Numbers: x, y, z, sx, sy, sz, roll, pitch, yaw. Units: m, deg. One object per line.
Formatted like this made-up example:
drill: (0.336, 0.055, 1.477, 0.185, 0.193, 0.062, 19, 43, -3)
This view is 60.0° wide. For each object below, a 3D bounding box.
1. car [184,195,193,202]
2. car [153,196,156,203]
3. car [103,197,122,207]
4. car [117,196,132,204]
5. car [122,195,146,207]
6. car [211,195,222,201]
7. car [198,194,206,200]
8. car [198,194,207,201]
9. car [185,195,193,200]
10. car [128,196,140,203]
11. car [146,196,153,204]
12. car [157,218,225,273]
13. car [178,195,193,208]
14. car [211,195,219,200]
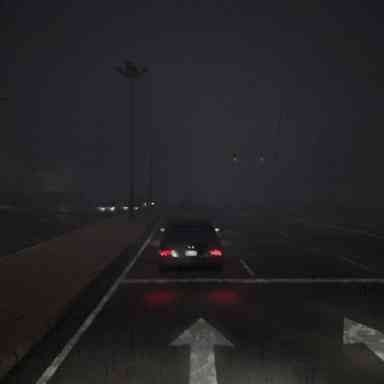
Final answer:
car: (-0.839, 1.492, 79.482, 2.033, 1.411, 5.357, 0, 0, 0)
car: (-8.885, 1.559, 71.024, 1.895, 1.301, 4.718, 0, 0, 0)
car: (-12.541, 1.576, 52.235, 1.895, 1.301, 4.718, 0, 0, 1)
car: (-12.438, 1.496, 61.361, 1.812, 1.442, 4.674, 0, 0, 0)
car: (-9.052, 1.326, 51.888, 2.097, 1.767, 4.553, 0, 0, 1)
car: (6.161, 1.429, 79.460, 1.882, 1.535, 5.008, 0, 0, 0)
car: (2.709, 1.403, 89.977, 2.128, 1.511, 4.902, 0, 0, 0)
car: (2.661, 1.453, 79.545, 1.837, 1.490, 4.892, 0, 0, 0)
car: (-0.791, 1.429, 89.964, 1.994, 1.385, 4.181, 0, 0, 0)
car: (-12.384, 1.560, 71.300, 1.895, 1.301, 4.718, 0, 0, 0)
car: (-8.940, 1.447, 60.935, 1.882, 1.535, 5.008, 0, 0, 0)
car: (-0.062, 1.542, 10.615, 2.033, 1.411, 5.357, 0, 0, -1)
car: (-1.007, 1.538, 48.591, 1.994, 1.385, 4.181, 0, 0, 0)
car: (6.209, 1.428, 89.953, 1.994, 1.385, 4.181, 0, 0, 0)
